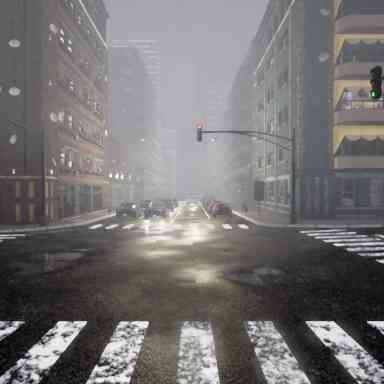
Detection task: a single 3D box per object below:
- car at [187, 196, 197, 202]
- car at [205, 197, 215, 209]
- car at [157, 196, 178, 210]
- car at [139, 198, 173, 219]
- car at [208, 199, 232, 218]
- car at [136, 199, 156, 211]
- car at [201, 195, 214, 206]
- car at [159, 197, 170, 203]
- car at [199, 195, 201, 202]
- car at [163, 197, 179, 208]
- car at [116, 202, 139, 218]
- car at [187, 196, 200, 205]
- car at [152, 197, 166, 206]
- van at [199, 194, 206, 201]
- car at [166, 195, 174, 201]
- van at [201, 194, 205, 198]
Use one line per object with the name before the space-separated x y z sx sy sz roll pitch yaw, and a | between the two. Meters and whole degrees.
car | 0.034 1.478 69.784 1.895 1.301 4.718 0 0 0
car | 2.701 1.584 35.815 1.947 1.339 4.313 0 0 0
car | -3.079 1.526 39.932 1.837 1.490 4.892 0 0 0
car | -3.087 1.561 29.814 2.033 1.411 5.357 0 0 0
car | 2.699 1.596 30.292 1.802 1.307 4.206 0 0 0
car | -5.677 1.588 41.355 1.947 1.339 4.313 0 0 0
car | 2.706 1.572 46.862 1.887 1.381 4.507 0 0 0
car | -5.664 1.632 68.972 1.802 1.307 4.206 0 0 0
car | 2.712 1.604 57.909 1.947 1.339 4.313 0 0 0
car | -3.064 1.522 50.376 2.128 1.511 4.902 0 0 0
car | -5.682 1.580 30.308 1.947 1.339 4.313 0 0 0
car | 0.028 1.565 59.749 1.812 1.442 4.674 0 0 0
car | -5.669 1.583 57.925 1.887 1.381 4.507 0 0 0
van | 2.723 1.411 85.527 1.690 1.788 3.998 -1 0 0
car | -5.657 1.595 85.373 1.752 1.417 4.829 0 0 0
van | 2.707 1.374 52.385 1.690 1.788 3.998 0 0 0
